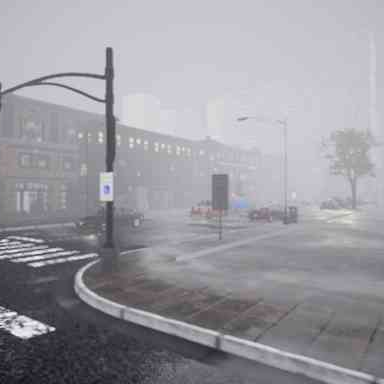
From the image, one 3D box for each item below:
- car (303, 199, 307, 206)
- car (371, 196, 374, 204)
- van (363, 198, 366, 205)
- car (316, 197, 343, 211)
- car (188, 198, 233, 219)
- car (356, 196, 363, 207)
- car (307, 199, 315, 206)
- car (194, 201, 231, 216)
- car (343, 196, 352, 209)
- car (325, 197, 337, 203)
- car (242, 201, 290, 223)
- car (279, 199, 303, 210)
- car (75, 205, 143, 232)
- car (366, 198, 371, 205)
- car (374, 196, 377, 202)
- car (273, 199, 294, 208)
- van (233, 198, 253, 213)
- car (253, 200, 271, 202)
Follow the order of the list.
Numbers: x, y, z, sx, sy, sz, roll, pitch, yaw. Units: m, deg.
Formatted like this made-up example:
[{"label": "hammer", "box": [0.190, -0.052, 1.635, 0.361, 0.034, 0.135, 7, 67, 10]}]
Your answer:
[{"label": "car", "box": [18.306, 1.912, 59.283, 2.008, 1.369, 4.403, -1, -1, 35]}, {"label": "car", "box": [37.969, 1.984, 72.690, 1.752, 1.417, 4.829, -1, -1, 35]}, {"label": "van", "box": [31.516, 1.735, 63.510, 1.690, 1.788, 3.998, -1, -1, 35]}, {"label": "car", "box": [18.809, 1.713, 45.423, 1.967, 1.590, 4.097, -1, -1, 35]}, {"label": "car", "box": [1.538, 1.536, 30.904, 2.097, 1.767, 4.553, 0, 0, 35]}, {"label": "car", "box": [28.340, 1.678, 58.989, 2.192, 1.841, 5.009, -1, -1, 35]}, {"label": "car", "box": [21.483, 1.943, 63.805, 2.008, 1.369, 4.403, -1, -1, 35]}, {"label": "car", "box": [2.324, 1.742, 36.536, 1.752, 1.417, 4.829, -1, -1, 35]}, {"label": "car", "box": [21.986, 1.618, 49.946, 2.192, 1.841, 5.009, -1, -1, 35]}, {"label": "car", "box": [34.190, 1.959, 81.890, 1.967, 1.590, 4.097, -1, -1, 35]}, {"label": "car", "box": [6.146, 1.707, 27.308, 1.887, 1.381, 4.507, -1, -1, 35]}, {"label": "car", "box": [14.341, 1.895, 48.965, 1.895, 1.301, 4.718, 0, 0, 35]}, {"label": "car", "box": [-5.170, 1.637, 21.403, 1.837, 1.490, 4.892, 0, 0, 32]}, {"label": "car", "box": [34.694, 2.008, 68.029, 1.802, 1.307, 4.206, -1, -1, 35]}, {"label": "car", "box": [41.047, 2.073, 77.072, 1.802, 1.307, 4.206, -1, -1, 35]}, {"label": "car", "box": [15.129, 1.882, 54.761, 2.008, 1.369, 4.403, -1, -1, 35]}, {"label": "van", "box": [5.597, 1.585, 41.198, 1.690, 1.788, 3.998, -1, -1, 35]}, {"label": "car", "box": [8.775, 1.823, 45.718, 2.008, 1.369, 4.403, -1, -1, 35]}]
